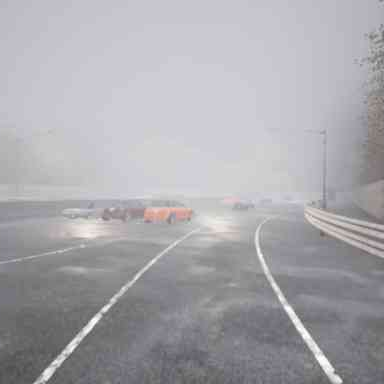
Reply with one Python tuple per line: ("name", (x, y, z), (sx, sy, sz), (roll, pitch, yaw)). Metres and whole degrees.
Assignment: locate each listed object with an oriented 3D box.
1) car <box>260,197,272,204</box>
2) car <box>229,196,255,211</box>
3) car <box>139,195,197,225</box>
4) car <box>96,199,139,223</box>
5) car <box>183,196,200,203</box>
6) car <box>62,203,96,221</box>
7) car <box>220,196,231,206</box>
("car", (15.755, 1.772, 70.571), (1.882, 1.535, 5.008), (0, 0, 25))
("car", (6.544, 1.635, 41.941), (1.812, 1.442, 4.674), (0, 0, 24))
("car", (-1.541, 1.337, 24.105), (2.097, 1.767, 4.553), (0, 0, 24))
("car", (-4.801, 1.312, 25.419), (2.097, 1.767, 4.553), (0, 0, 24))
("car", (-0.067, 1.728, 78.051), (2.128, 1.511, 4.902), (0, 0, 25))
("car", (-8.011, 1.537, 26.828), (1.895, 1.301, 4.718), (0, 0, 24))
("car", (6.679, 1.530, 59.104), (2.097, 1.767, 4.553), (0, 0, 25))
